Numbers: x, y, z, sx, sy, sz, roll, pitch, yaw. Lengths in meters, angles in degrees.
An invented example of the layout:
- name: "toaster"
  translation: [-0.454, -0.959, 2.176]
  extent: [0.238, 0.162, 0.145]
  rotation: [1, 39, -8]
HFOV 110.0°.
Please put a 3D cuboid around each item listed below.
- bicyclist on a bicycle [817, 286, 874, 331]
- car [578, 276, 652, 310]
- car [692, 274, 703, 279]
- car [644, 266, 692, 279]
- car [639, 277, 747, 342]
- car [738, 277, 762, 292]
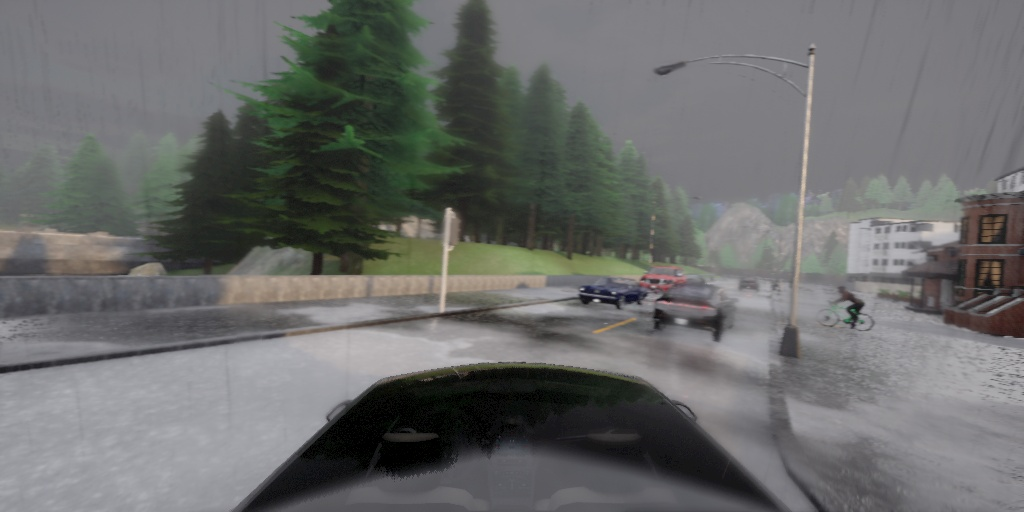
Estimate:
- name: "bicyclist on a bicycle"
  translation: [12.880, 2.010, 13.849]
  extent: [1.656, 1.620, 0.582]
  rotation: [5, 1, 36]
- name: "car"
  translation: [4.941, 1.690, 17.210]
  extent: [1.895, 1.301, 4.718]
  rotation: [4, 0, 36]
- name: "car"
  translation: [16.807, 2.406, 33.598]
  extent: [1.882, 1.535, 5.008]
  rotation: [4, 0, 36]
- name: "car"
  translation: [10.701, 1.717, 25.142]
  extent: [2.150, 2.045, 5.566]
  rotation: [4, 0, 36]
- name: "car"
  translation: [6.062, 1.668, 11.694]
  extent: [2.128, 1.511, 4.902]
  rotation: [4, 0, 37]
- name: "car"
  translation: [26.008, 3.093, 39.222]
  extent: [1.837, 1.490, 4.892]
  rotation: [4, 0, 36]
